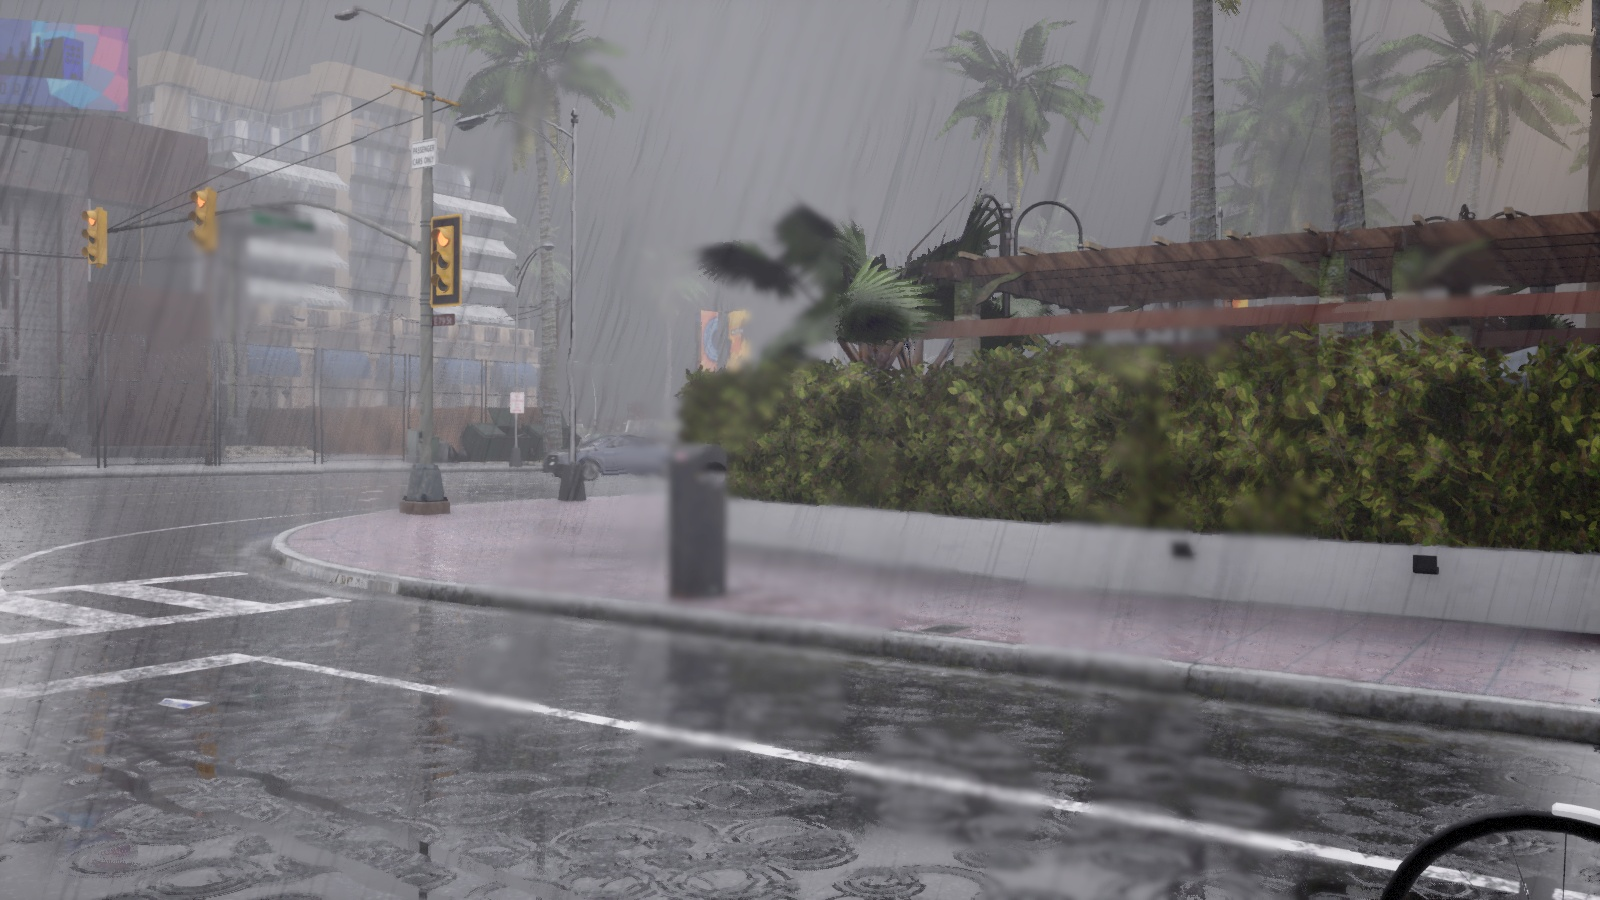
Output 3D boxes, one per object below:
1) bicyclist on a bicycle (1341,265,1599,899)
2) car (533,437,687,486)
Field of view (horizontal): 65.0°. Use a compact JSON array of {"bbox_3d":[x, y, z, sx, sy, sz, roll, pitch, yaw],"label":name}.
[{"bbox_3d":[2.029,0.553,2.267,1.843,1.776,0.659,0,1,34],"label":"bicyclist on a bicycle"},{"bbox_3d":[-5.767,0.324,38.310,4.181,1.385,1.994,-1,1,-34],"label":"car"}]
